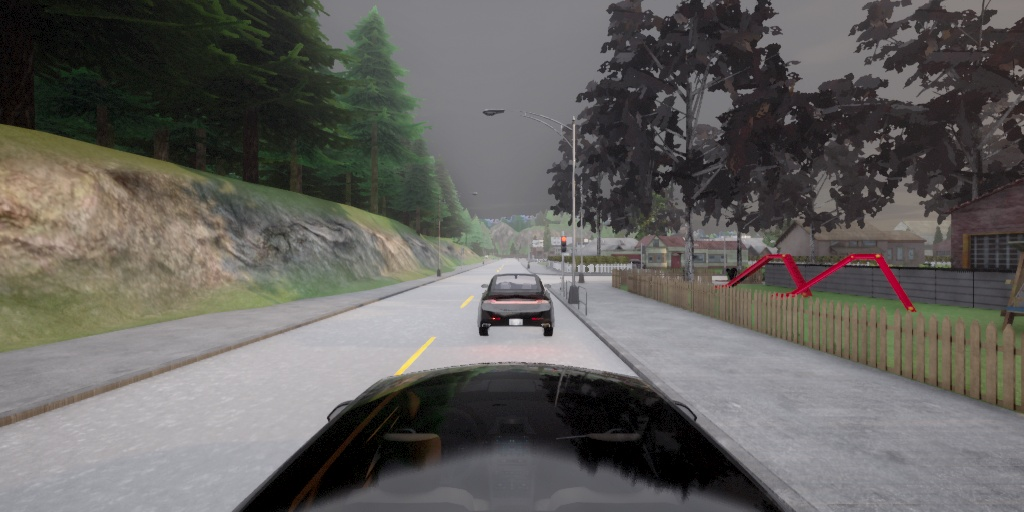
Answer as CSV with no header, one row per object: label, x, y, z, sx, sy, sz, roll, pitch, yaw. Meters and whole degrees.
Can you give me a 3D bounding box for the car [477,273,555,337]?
car,0.116,1.242,10.307,2.128,1.511,4.902,0,0,1
